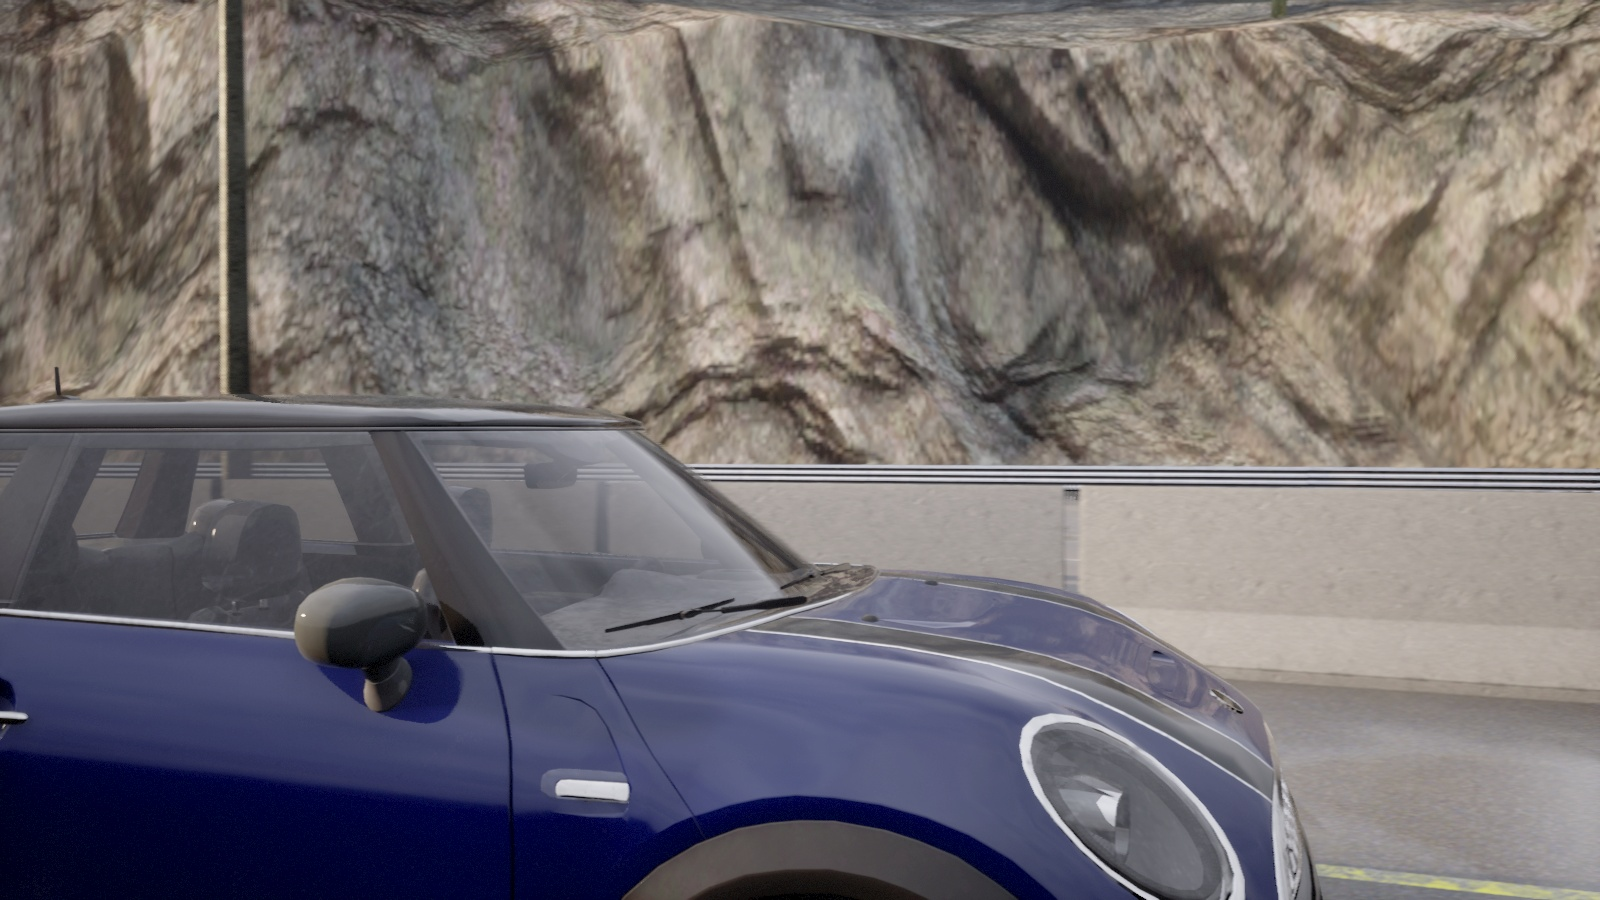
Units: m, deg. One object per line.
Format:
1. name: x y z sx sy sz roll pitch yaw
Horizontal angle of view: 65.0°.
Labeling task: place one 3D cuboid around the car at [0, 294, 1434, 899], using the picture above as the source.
1. car: -0.944 0.625 3.508 4.553 1.767 2.097 1 1 18
